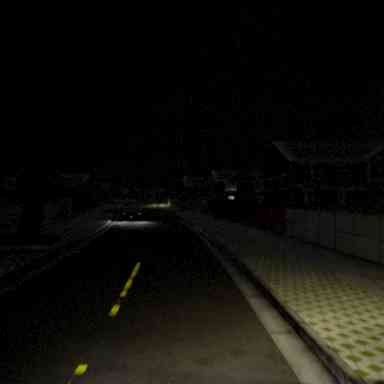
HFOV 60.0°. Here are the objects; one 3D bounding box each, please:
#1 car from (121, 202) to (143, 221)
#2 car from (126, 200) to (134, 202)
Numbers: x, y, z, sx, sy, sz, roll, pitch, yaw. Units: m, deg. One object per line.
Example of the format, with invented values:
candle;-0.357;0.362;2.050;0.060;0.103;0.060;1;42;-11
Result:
car;-5.600;1.898;31.141;1.812;1.442;4.674;0;-1;-9
car;-13.876;2.490;74.677;2.033;1.411;5.357;0;-1;-6
